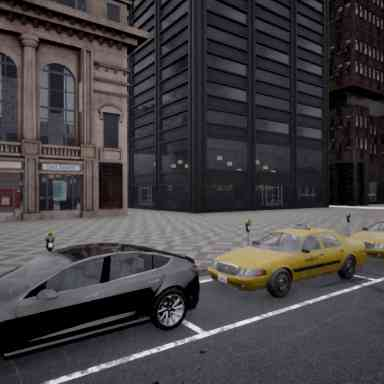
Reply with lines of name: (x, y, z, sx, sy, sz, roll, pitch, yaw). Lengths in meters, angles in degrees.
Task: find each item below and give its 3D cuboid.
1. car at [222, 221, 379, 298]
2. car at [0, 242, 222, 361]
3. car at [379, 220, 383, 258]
car: (2.611, 1.525, 8.495, 4.829, 1.417, 1.752, 0, 0, -35)
car: (-1.850, 1.566, 5.329, 4.313, 1.339, 1.947, 0, 0, -35)
car: (7.211, 1.525, 11.760, 4.829, 1.417, 1.752, 0, 0, -35)
